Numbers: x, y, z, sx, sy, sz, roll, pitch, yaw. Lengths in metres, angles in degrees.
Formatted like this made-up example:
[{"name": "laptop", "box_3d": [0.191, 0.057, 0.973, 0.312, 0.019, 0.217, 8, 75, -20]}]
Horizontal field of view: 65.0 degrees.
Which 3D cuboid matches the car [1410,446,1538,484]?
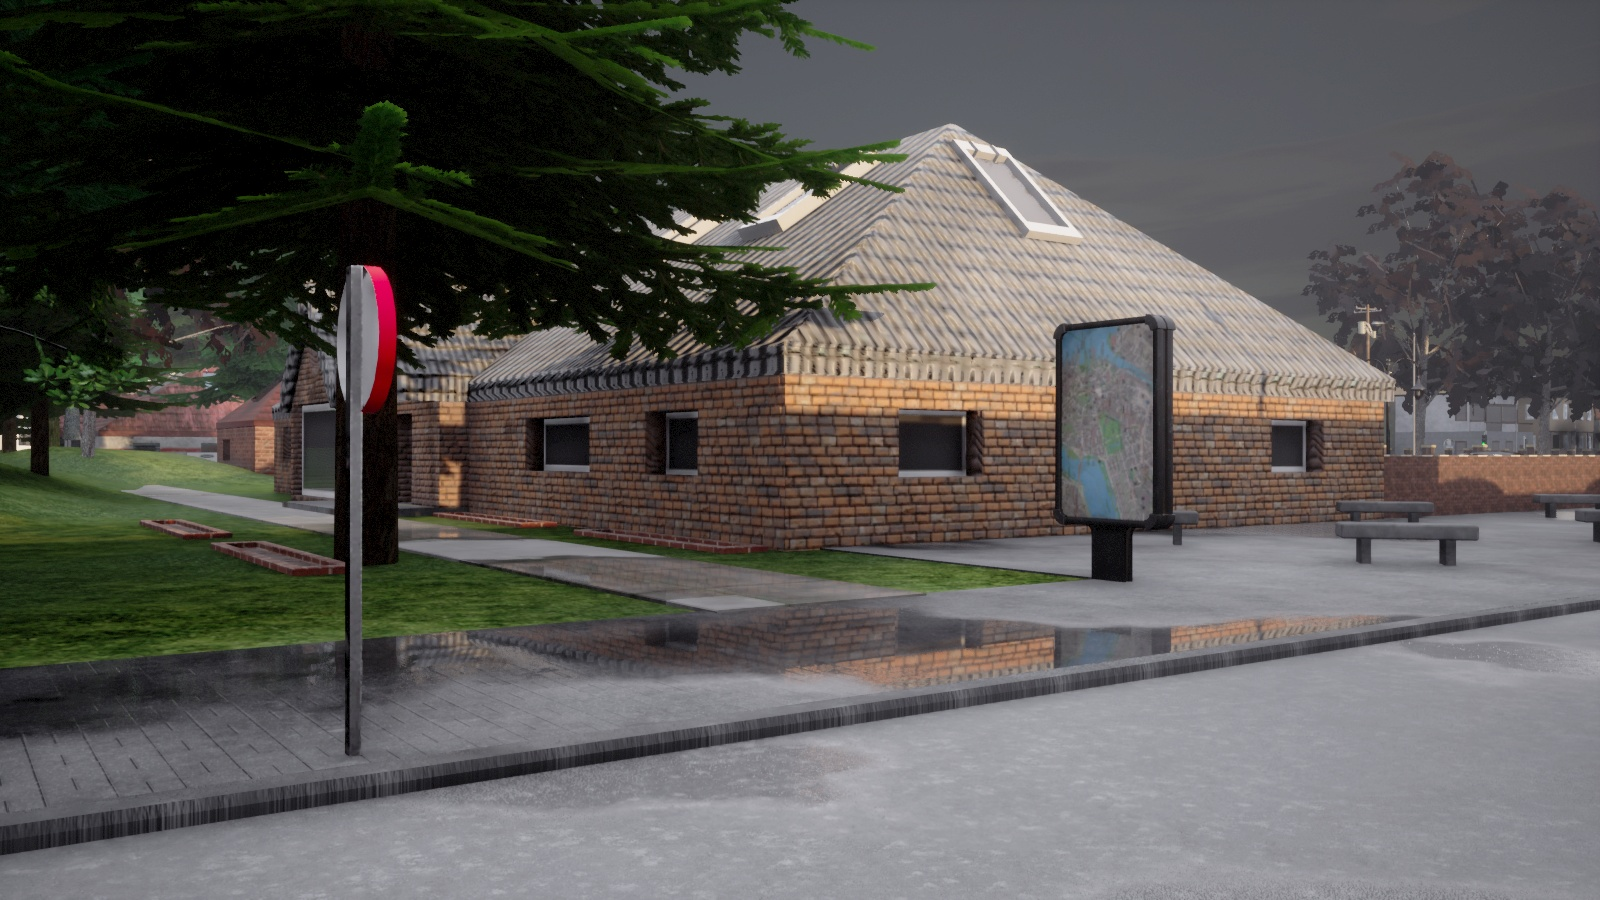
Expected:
[{"name": "car", "box_3d": [30.707, 0.664, 57.341, 2.242, 1.667, 4.611, 0, 0, -37]}]
